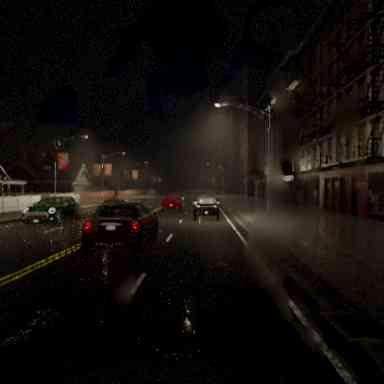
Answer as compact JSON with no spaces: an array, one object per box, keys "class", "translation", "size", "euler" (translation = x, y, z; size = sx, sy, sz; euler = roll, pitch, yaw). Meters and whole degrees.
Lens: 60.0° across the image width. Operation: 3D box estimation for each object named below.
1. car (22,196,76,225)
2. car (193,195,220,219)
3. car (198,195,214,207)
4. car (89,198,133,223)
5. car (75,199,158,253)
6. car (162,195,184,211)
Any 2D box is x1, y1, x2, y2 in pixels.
[{"class":"car","translation":[-8.960,1.069,21.535],"size":[2.097,1.767,4.553],"euler":[0,1,3]},{"class":"car","translation":[1.083,1.175,25.128],"size":[2.128,1.511,4.902],"euler":[0,1,2]},{"class":"car","translation":[1.695,1.057,41.874],"size":[1.895,1.301,4.718],"euler":[0,1,2]},{"class":"car","translation":[-5.609,1.219,23.719],"size":[1.812,1.442,4.674],"euler":[0,1,3]},{"class":"car","translation":[-2.608,1.186,13.107],"size":[2.097,1.767,4.553],"euler":[0,1,2]},{"class":"car","translation":[-1.858,1.042,33.631],"size":[1.882,1.535,5.008],"euler":[0,1,2]}]
